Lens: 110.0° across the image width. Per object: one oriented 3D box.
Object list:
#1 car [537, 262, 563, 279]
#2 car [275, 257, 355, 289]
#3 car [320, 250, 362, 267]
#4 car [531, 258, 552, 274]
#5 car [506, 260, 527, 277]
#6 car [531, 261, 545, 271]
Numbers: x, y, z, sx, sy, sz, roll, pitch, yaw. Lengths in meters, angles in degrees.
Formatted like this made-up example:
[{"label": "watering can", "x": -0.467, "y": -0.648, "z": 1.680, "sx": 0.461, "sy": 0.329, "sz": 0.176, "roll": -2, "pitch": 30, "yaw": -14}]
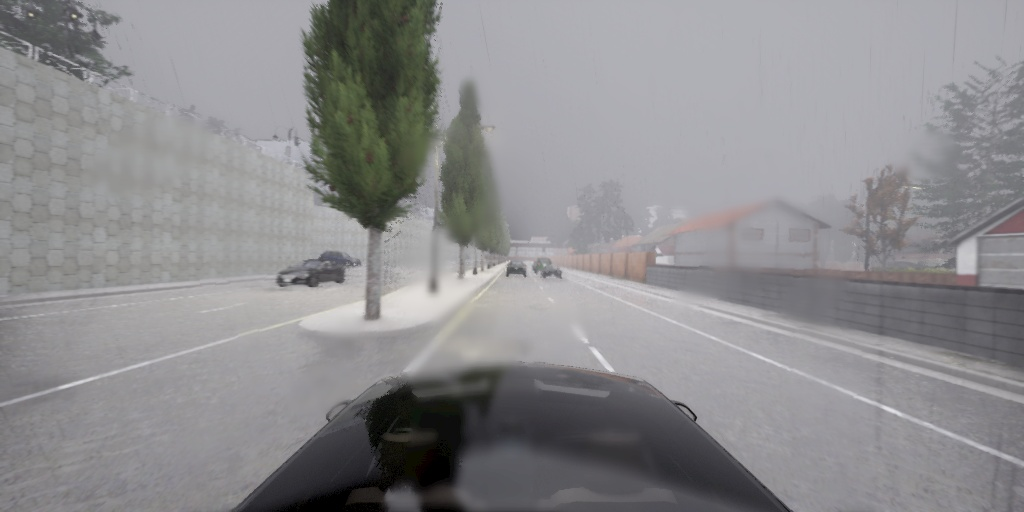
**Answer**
[{"label": "car", "x": 3.936, "y": 1.578, "z": 36.468, "sx": 1.895, "sy": 1.301, "sz": 4.718, "roll": 2, "pitch": 0, "yaw": 1}, {"label": "car", "x": -11.397, "y": 0.987, "z": 20.696, "sx": 2.128, "sy": 1.511, "sz": 4.902, "roll": 2, "pitch": 0, "yaw": 1}, {"label": "car", "x": -20.003, "y": 0.279, "z": 42.041, "sx": 4.553, "sy": 1.767, "sz": 2.097, "roll": 6, "pitch": 0, "yaw": 3}, {"label": "car", "x": 4.032, "y": 1.236, "z": 46.705, "sx": 2.150, "sy": 2.045, "sz": 5.566, "roll": 2, "pitch": 0, "yaw": 1}, {"label": "car", "x": 0.460, "y": 1.236, "z": 37.810, "sx": 2.097, "sy": 1.767, "sz": 4.553, "roll": 2, "pitch": 0, "yaw": 1}, {"label": "car", "x": 4.059, "y": 1.558, "z": 56.681, "sx": 1.837, "sy": 1.490, "sz": 4.892, "roll": 2, "pitch": 0, "yaw": 1}]
